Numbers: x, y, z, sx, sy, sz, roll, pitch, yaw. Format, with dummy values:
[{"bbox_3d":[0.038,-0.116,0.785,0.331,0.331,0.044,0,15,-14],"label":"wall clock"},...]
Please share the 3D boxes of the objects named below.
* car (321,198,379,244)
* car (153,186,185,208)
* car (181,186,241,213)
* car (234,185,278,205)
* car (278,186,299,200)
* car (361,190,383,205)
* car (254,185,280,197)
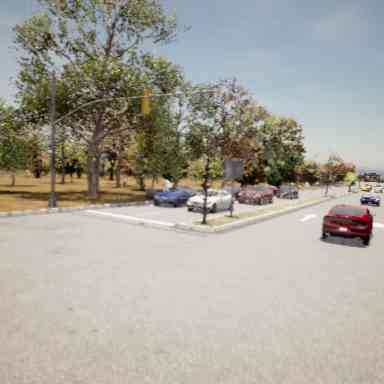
[{"bbox_3d":[7.434,1.317,15.675,1.882,1.535,5.008,6,4,31],"label":"car"},{"bbox_3d":[-0.935,0.270,24.661,1.812,1.442,4.674,6,4,30],"label":"car"},{"bbox_3d":[1.411,0.534,22.796,1.812,1.442,4.674,6,4,29],"label":"car"},{"bbox_3d":[5.879,0.147,30.359,2.097,1.767,4.553,6,4,30],"label":"car"},{"bbox_3d":[11.608,0.022,40.259,1.837,1.490,4.892,6,4,30],"label":"car"},{"bbox_3d":[20.093,0.828,37.393,1.895,1.301,4.718,6,4,30],"label":"car"},{"bbox_3d":[9.834,-0.176,43.165,1.895,1.301,4.718,6,4,29],"label":"car"}]
